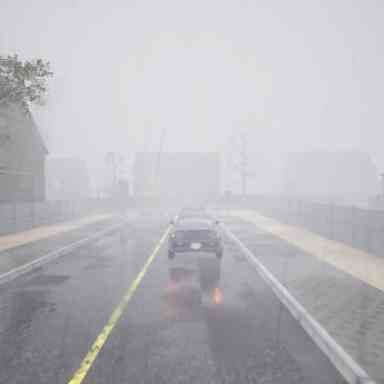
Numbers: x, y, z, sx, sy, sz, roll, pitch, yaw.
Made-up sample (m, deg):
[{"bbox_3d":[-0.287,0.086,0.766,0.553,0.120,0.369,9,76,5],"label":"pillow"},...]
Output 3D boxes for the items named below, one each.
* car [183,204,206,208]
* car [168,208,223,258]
[{"bbox_3d":[0.144,1.575,25.669,1.895,1.301,4.718,0,0,2],"label":"car"},{"bbox_3d":[0.102,1.507,12.522,1.812,1.442,4.674,0,0,0],"label":"car"}]
